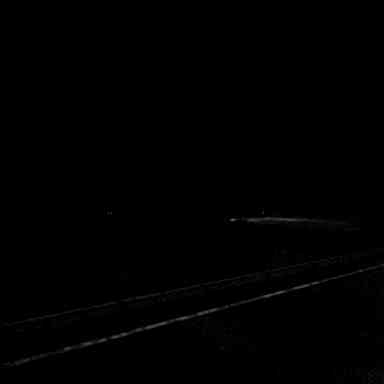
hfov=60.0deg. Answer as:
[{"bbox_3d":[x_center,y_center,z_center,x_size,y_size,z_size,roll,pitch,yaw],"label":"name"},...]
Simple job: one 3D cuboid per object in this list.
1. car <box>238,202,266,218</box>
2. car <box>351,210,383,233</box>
[{"bbox_3d":[4.899,1.673,32.191,2.128,1.511,4.902,0,-1,-41],"label":"car"},{"bbox_3d":[10.728,1.618,17.296,1.895,1.301,4.718,0,0,-17],"label":"car"}]
